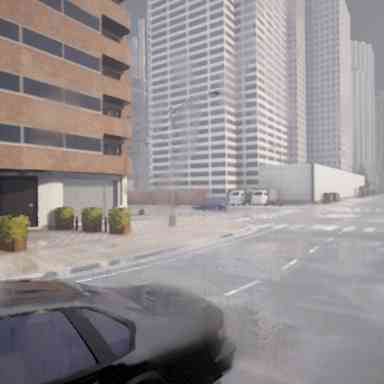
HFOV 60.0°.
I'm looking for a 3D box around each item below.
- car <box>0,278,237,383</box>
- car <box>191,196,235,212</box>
[{"bbox_3d":[-2.018,1.574,2.680,5.357,1.411,2.033,-1,0,-39],"label":"car"},{"bbox_3d":[2.123,1.507,38.564,4.674,1.442,1.812,-1,0,34],"label":"car"}]
